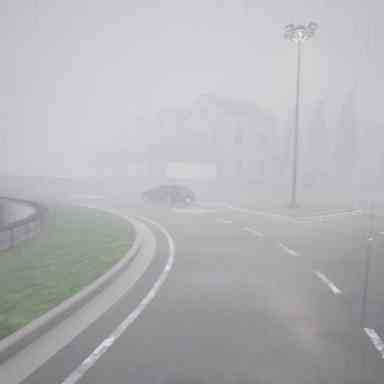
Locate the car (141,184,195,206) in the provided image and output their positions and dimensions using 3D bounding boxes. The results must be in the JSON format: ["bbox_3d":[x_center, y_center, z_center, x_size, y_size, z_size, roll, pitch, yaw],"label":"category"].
[{"bbox_3d":[-1.875,0.166,24.664,1.837,1.490,4.892,0,3,-42],"label":"car"}]
